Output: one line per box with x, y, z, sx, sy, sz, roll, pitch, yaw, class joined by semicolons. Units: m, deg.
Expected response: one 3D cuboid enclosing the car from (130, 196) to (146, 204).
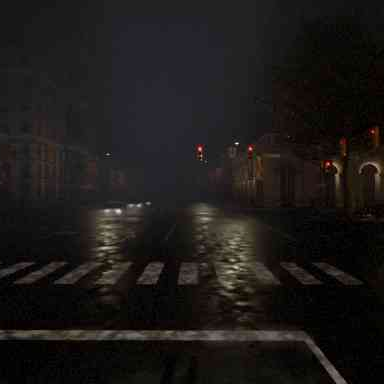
-10.366;1.601;62.235;1.895;1.301;4.718;0;0;1;car

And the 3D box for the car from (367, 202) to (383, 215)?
19.573;1.564;32.742;4.181;1.385;1.994;0;0;0;car

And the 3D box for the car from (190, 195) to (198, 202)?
0.412;1.450;78.586;2.128;1.511;4.902;0;0;1;car

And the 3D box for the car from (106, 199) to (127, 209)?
-10.499;1.601;46.464;1.895;1.301;4.718;0;0;1;car

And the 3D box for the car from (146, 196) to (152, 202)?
-10.155;1.595;73.628;1.895;1.301;4.718;0;0;1;car

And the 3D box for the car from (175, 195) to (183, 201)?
-3.087;1.449;78.631;2.128;1.511;4.902;0;0;1;car
